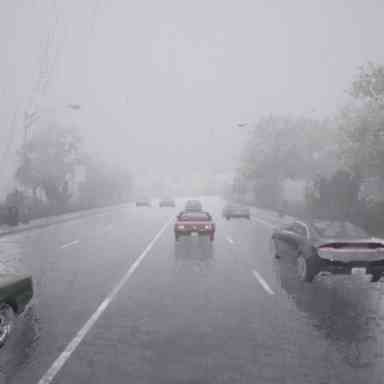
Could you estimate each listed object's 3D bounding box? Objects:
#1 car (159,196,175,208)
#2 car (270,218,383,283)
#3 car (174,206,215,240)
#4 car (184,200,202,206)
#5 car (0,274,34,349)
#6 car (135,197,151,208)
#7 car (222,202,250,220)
[{"bbox_3d":[-3.519,1.334,47.426,2.097,1.767,4.553,0,0,0],"label":"car"},{"bbox_3d":[3.612,1.489,9.625,2.128,1.511,4.902,0,0,0],"label":"car"},{"bbox_3d":[0.119,1.595,17.051,1.895,1.301,4.718,0,0,0],"label":"car"},{"bbox_3d":[0.140,1.535,35.292,2.033,1.411,5.357,0,0,0],"label":"car"},{"bbox_3d":[-3.597,1.599,3.392,1.895,1.301,4.718,0,0,0],"label":"car"},{"bbox_3d":[-7.015,1.488,48.265,1.837,1.490,4.892,0,-1,0],"label":"car"},{"bbox_3d":[3.632,1.555,27.968,1.994,1.385,4.181,0,0,0],"label":"car"}]
